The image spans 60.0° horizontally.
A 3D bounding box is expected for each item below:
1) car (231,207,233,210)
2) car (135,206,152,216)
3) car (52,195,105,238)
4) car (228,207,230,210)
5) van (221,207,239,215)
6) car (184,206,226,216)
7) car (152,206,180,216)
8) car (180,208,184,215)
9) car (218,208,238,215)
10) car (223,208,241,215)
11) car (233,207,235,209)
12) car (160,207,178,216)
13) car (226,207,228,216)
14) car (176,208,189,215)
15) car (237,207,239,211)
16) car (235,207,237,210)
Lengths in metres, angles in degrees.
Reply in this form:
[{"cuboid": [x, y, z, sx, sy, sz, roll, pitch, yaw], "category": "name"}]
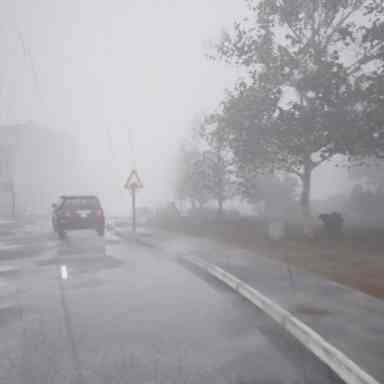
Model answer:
[{"cuboid": [3.991, 3.529, 58.267, 5.366, 1.575, 1.946, 0, -4, 12], "category": "car"}, {"cuboid": [-6.887, 2.763, 47.806, 2.128, 1.511, 4.902, 0, -4, 11], "category": "car"}, {"cuboid": [-6.123, 1.159, 17.761, 2.150, 2.045, 5.566, -1, 1, -25], "category": "car"}, {"cuboid": [3.037, 3.174, 52.848, 4.892, 1.521, 2.231, 0, -4, 12], "category": "car"}, {"cuboid": [9.768, 4.875, 85.173, 4.442, 1.987, 1.878, 0, -3, 12], "category": "van"}, {"cuboid": [1.883, 2.808, 47.474, 4.892, 1.521, 2.231, 0, -4, 12], "category": "car"}, {"cuboid": [-3.641, 2.760, 47.493, 1.882, 1.535, 5.008, 0, -5, 12], "category": "car"}, {"cuboid": [-0.834, 3.699, 61.317, 2.128, 1.511, 4.902, 0, -4, 12], "category": "car"}, {"cuboid": [8.735, 4.699, 79.889, 4.553, 1.767, 2.185, 0, -3, 12], "category": "car"}, {"cuboid": [10.481, 5.106, 87.827, 4.553, 1.767, 2.185, 0, -3, 12], "category": "car"}, {"cuboid": [5.283, 3.750, 63.616, 4.553, 1.767, 2.185, 0, -3, 12], "category": "car"}, {"cuboid": [-4.186, 3.652, 61.176, 1.882, 1.535, 5.008, 0, -4, 12], "category": "car"}, {"cuboid": [2.455, 2.991, 50.163, 5.008, 1.535, 2.097, 0, -4, 12], "category": "car"}, {"cuboid": [-2.020, 4.255, 71.388, 1.994, 1.385, 4.181, 0, -3, 12], "category": "car"}, {"cuboid": [6.997, 4.392, 71.685, 4.792, 1.488, 2.163, 0, -3, 12], "category": "car"}, {"cuboid": [6.457, 4.241, 68.984, 4.674, 1.452, 2.002, 0, -3, 12], "category": "car"}]
